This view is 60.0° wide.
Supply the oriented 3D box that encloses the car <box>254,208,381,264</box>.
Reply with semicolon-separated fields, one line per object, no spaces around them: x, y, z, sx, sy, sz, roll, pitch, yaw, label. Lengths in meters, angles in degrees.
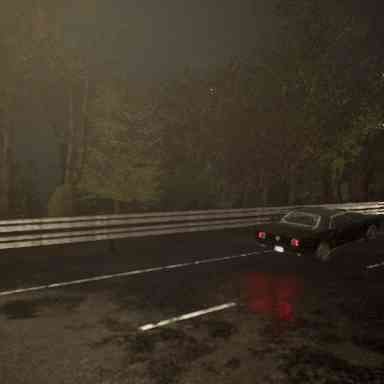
4.345;1.195;11.072;4.718;1.301;1.895;-6;8;-36;car
